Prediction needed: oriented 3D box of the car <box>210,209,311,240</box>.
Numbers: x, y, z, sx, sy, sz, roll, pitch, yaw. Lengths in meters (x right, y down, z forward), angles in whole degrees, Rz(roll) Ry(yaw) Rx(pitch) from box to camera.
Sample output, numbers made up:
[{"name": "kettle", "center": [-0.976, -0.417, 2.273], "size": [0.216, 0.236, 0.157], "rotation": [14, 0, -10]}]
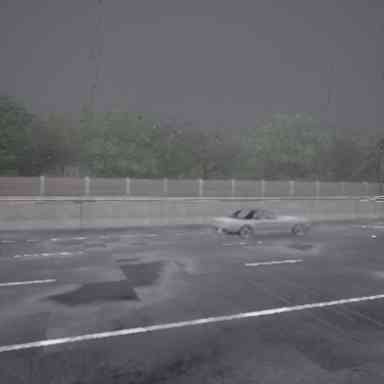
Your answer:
[{"name": "car", "center": [3.370, 1.485, 16.131], "size": [4.718, 1.301, 1.895], "rotation": [0, 1, -20]}]
